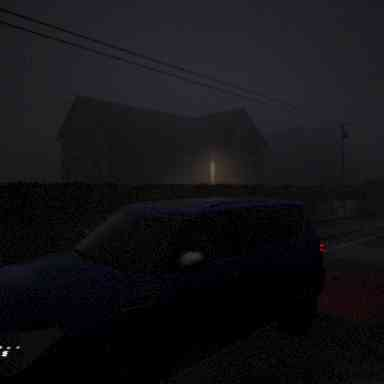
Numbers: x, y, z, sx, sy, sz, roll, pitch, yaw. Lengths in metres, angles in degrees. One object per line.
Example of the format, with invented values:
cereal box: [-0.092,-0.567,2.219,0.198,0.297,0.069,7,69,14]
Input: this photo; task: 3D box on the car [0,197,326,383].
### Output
car: [-0.171,1.123,4.652,5.566,2.045,2.150,-1,2,-44]
